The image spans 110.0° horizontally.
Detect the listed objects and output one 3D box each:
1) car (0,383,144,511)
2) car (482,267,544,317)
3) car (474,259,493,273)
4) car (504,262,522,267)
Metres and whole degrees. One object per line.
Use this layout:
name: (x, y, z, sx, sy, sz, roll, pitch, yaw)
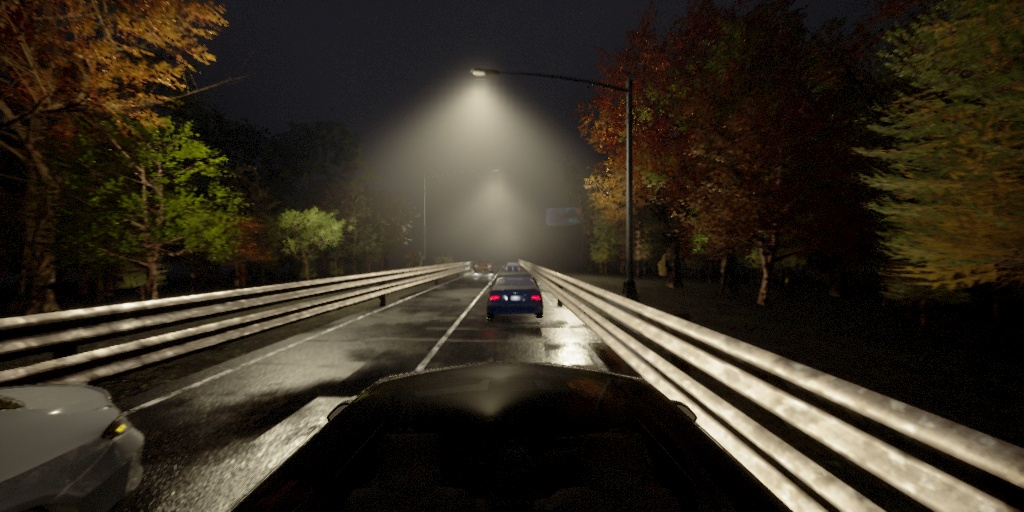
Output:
car: (-3.349, 1.281, 0.440, 1.812, 1.442, 4.674, 0, 0, 0)
car: (0.098, 1.284, 13.005, 2.033, 1.411, 5.357, 0, 0, 0)
car: (-3.352, 1.140, 43.137, 2.097, 1.767, 4.553, 0, 0, 0)
car: (0.090, 1.327, 38.325, 2.033, 1.411, 5.357, 0, 0, 0)
